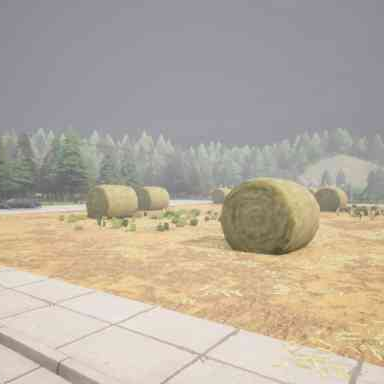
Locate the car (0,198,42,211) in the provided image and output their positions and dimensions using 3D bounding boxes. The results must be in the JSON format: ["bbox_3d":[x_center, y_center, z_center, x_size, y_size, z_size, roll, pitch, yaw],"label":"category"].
[{"bbox_3d":[-20.920,1.460,40.047,2.033,1.411,5.357,0,0,37],"label":"car"}]
